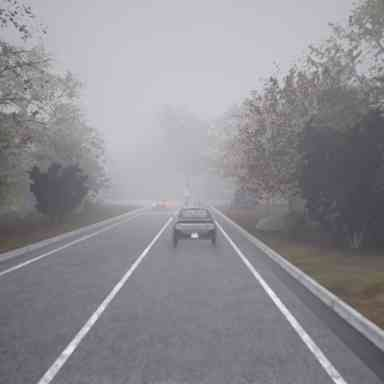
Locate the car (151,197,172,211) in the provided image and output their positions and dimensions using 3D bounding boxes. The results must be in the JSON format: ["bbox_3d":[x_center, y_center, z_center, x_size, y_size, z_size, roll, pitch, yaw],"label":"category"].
[{"bbox_3d":[-3.556,1.350,39.633,2.097,1.767,4.553,0,0,0],"label":"car"}]

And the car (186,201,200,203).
[{"bbox_3d":[0.114,1.600,33.679,1.895,1.301,4.718,0,0,0],"label":"car"}]

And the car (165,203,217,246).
[{"bbox_3d":[0.109,1.492,15.395,2.128,1.511,4.902,0,0,0],"label":"car"}]
